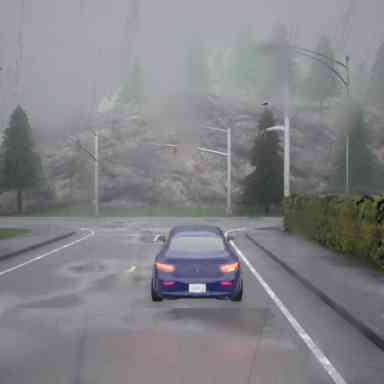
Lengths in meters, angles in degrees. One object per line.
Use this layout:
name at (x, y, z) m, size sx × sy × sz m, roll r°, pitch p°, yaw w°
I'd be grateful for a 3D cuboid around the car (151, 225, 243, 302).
car at (0.106, 1.526, 8.157) m, size 1.812 × 1.442 × 4.674 m, roll 0°, pitch 0°, yaw 0°
